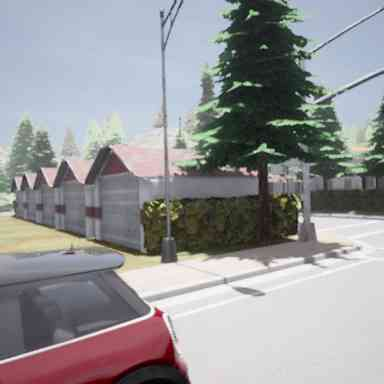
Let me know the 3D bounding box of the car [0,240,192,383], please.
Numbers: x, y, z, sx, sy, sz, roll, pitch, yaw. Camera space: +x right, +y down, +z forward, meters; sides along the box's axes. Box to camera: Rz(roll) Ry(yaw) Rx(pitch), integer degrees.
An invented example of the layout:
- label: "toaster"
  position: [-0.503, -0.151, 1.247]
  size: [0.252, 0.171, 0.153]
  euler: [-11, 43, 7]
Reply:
- label: "car"
  position: [-2.287, 1.372, 2.372]
  size: [4.553, 1.767, 2.097]
  euler: [-1, 0, -36]
